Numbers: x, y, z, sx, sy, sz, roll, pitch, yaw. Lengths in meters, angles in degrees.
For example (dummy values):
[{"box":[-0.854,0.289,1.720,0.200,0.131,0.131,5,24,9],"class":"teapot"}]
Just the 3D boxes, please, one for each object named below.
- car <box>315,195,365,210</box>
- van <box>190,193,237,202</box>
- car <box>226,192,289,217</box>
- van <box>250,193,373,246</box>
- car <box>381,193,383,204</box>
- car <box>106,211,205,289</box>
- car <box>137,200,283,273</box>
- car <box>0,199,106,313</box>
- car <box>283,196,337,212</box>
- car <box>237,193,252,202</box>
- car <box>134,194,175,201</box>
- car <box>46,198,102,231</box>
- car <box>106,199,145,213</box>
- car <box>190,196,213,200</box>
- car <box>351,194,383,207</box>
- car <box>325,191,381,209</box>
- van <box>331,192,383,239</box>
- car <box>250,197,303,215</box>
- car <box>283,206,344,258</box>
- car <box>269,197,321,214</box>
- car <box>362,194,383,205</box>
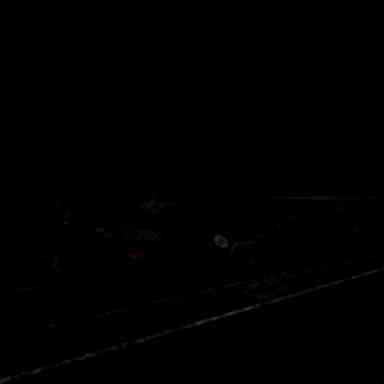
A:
[{"box":[17.223,1.169,38.921,2.231,1.521,4.892,-1,1,-36],"class":"car"},{"box":[1.339,1.142,27.714,1.878,1.987,4.442,0,0,-36],"class":"van"},{"box":[5.940,1.075,30.826,2.435,2.045,5.566,-1,0,-36],"class":"car"},{"box":[4.845,1.173,14.142,1.878,1.987,4.442,0,0,-36],"class":"van"},{"box":[30.872,0.926,48.459,1.946,1.575,5.366,-1,1,-36],"class":"car"},{"box":[-1.925,1.494,9.154,2.002,1.452,4.674,0,0,-36],"class":"car"},{"box":[0.335,1.310,10.812,2.185,1.767,4.553,0,0,-36],"class":"car"},{"box":[-4.192,1.221,7.502,2.435,2.045,5.566,0,0,-36],"class":"car"},{"box":[12.594,1.237,35.845,1.946,1.575,5.366,-1,1,-36],"class":"car"},{"box":[3.648,1.098,29.257,2.435,2.045,5.566,0,0,-36],"class":"car"},{"box":[-3.125,1.152,24.414,2.435,2.045,5.566,0,0,-36],"class":"car"},{"box":[-7.643,1.314,21.187,2.185,1.767,4.553,0,0,-36],"class":"car"},{"box":[-5.348,1.451,22.754,2.163,1.488,4.792,0,0,-36],"class":"car"},{"box":[-0.957,1.383,26.158,1.946,1.575,5.366,0,0,-36],"class":"car"},{"box":[23.989,1.048,43.772,2.097,1.535,5.008,-1,1,-36],"class":"car"},{"box":[19.490,0.877,40.514,2.435,2.045,5.566,-1,1,-36],"class":"car"},{"box":[7.125,1.155,15.772,1.878,1.987,4.442,0,0,-36],"class":"van"},{"box":[8.166,1.331,32.488,2.163,1.488,4.792,-1,0,-36],"class":"car"},{"box":[2.637,1.418,12.412,2.231,1.521,4.892,0,0,-36],"class":"car"},{"box":[10.464,1.305,34.059,2.163,1.488,4.792,-1,0,-36],"class":"car"},{"box":[26.246,1.010,45.387,2.231,1.521,4.892,-1,1,-36],"class":"car"}]
